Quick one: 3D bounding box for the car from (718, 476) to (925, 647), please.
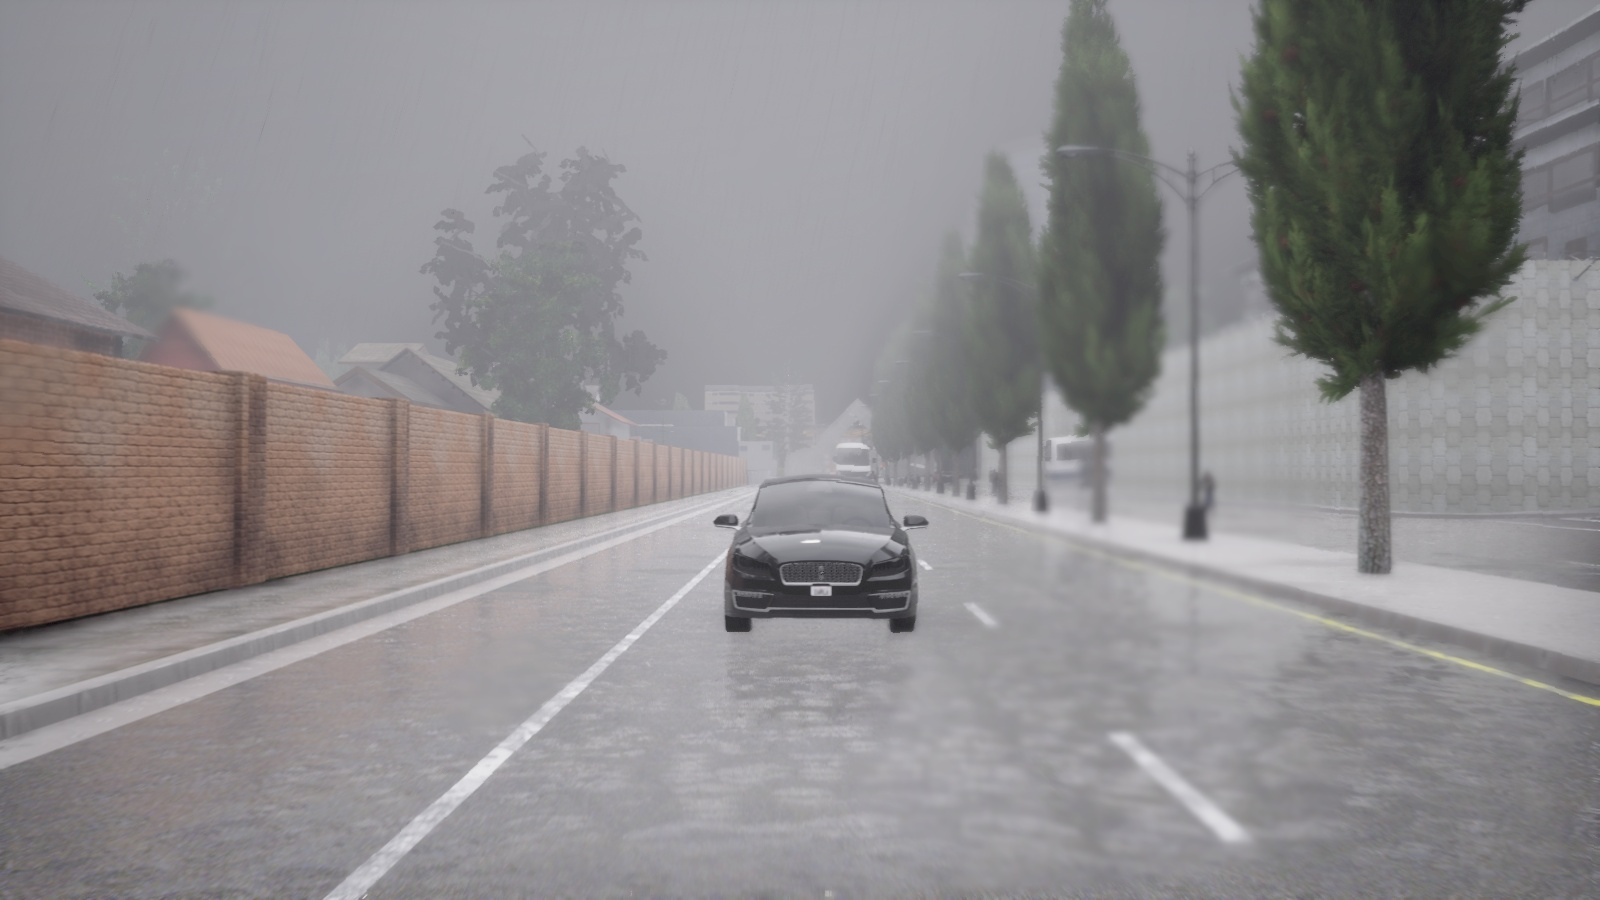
[{"bbox_3d":[0.224,1.045,13.631,1.837,1.490,4.892,0,-1,1],"label":"car"}]
